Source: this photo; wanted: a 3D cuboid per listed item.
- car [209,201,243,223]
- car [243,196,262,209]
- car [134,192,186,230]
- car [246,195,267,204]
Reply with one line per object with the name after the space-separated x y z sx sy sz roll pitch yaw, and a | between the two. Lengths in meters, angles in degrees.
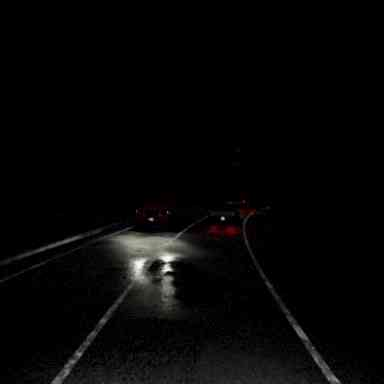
2.471 1.470 24.348 1.895 1.301 4.718 1 1 11 | car
7.629 1.369 42.680 1.812 1.442 4.674 2 0 20 | car
-1.744 1.065 20.307 2.150 2.045 5.566 1 1 9 | car
11.594 1.347 59.764 2.033 1.411 5.357 3 1 29 | car
